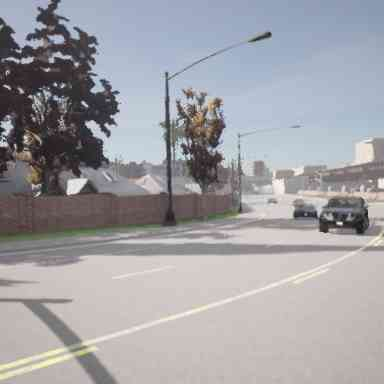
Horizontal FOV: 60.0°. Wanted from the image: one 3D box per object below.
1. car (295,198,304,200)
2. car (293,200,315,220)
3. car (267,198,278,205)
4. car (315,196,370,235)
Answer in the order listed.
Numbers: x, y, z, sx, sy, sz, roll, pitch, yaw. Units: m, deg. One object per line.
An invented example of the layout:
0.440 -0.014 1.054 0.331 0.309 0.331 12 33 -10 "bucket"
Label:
19.077 1.857 58.927 1.812 1.442 4.674 -2 -1 8 "car"
10.196 1.711 29.633 1.994 1.385 4.181 -1 -1 20 "car"
17.022 1.922 70.326 1.812 1.442 4.674 -2 -1 7 "car"
9.009 1.256 19.402 2.150 2.045 5.566 -1 -1 32 "car"
